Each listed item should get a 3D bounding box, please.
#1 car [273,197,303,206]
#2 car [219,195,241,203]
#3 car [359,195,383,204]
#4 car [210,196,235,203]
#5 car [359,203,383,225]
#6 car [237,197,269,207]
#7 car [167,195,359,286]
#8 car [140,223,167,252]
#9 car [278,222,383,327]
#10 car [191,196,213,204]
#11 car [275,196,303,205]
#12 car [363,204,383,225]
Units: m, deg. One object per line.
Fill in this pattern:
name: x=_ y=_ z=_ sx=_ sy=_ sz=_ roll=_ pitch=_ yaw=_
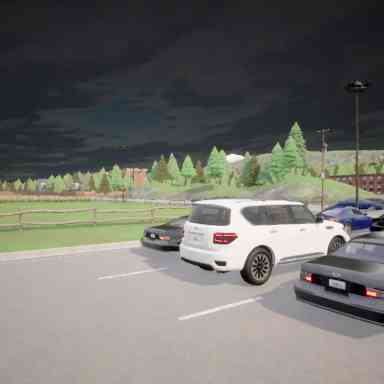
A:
car: x=15.832 y=1.526 z=55.173 sx=1.812 sy=1.442 sz=4.674 roll=0 pitch=0 yaw=-37
car: x=8.114 y=1.500 z=71.738 sx=1.837 sy=1.490 sz=4.892 roll=0 pitch=0 yaw=-36
car: x=19.562 y=1.477 z=38.692 sx=1.882 sy=1.535 sz=5.008 roll=0 pitch=0 yaw=-42
car: x=6.210 y=1.545 z=68.412 sx=2.033 sy=1.411 sz=5.357 roll=0 pitch=0 yaw=-36
car: x=8.475 y=1.526 z=18.460 sx=4.674 sy=1.442 sz=1.812 roll=0 pitch=0 yaw=-36
car: x=9.447 y=1.492 z=52.011 sx=2.128 sy=1.511 sz=4.902 roll=0 pitch=0 yaw=-36
car: x=2.275 y=1.221 z=9.689 sx=5.566 sy=2.045 sz=2.150 roll=0 pitch=0 yaw=-35
car: x=0.694 y=1.547 z=12.860 sx=5.357 sy=1.411 sz=2.033 roll=0 pitch=0 yaw=-36
car: x=4.392 y=1.547 z=6.898 sx=5.357 sy=1.411 sz=2.033 roll=0 pitch=0 yaw=-36
car: x=1.779 y=1.563 z=62.511 sx=1.994 sy=1.385 sz=4.181 roll=0 pitch=0 yaw=-36
car: x=17.220 y=1.525 z=59.199 sx=1.812 sy=1.442 sz=4.674 roll=0 pitch=0 yaw=-36
car: x=10.340 y=1.478 z=15.498 sx=5.008 sy=1.535 sz=1.882 roll=0 pitch=0 yaw=-35
